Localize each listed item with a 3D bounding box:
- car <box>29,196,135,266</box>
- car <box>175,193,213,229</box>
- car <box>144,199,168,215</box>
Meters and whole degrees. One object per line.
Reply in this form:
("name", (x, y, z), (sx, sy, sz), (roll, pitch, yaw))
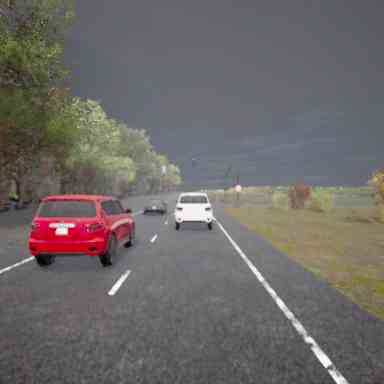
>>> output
("car", (-3.401, 1.142, 11.375), (2.150, 2.045, 5.566), (0, 0, 0))
("car", (0.099, 1.086, 20.859), (2.150, 2.045, 5.566), (0, 0, 0))
("car", (-3.401, 1.358, 31.728), (1.994, 1.385, 4.181), (0, 0, 0))
